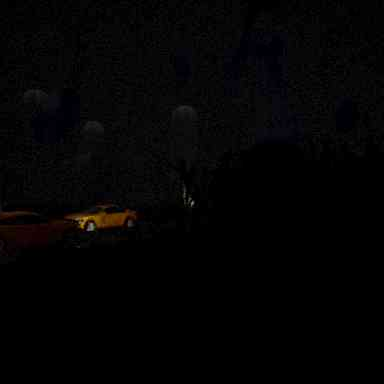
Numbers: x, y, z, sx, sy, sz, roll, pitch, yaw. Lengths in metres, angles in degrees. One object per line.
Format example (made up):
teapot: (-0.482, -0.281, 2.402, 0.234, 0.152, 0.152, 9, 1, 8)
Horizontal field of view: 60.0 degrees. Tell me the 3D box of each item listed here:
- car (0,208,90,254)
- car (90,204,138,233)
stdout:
car: (-7.084, 1.557, 13.948, 1.882, 1.535, 5.008, 1, 0, 36)
car: (-5.607, 1.558, 20.889, 1.882, 1.535, 5.008, 1, 0, 36)
